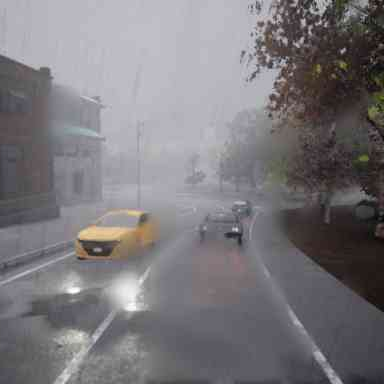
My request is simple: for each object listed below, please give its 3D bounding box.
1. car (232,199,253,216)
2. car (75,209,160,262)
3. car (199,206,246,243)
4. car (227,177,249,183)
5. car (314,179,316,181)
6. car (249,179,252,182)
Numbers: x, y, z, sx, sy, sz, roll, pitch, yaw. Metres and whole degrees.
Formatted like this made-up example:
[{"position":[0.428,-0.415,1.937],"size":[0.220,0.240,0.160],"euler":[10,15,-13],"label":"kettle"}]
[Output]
[{"position":[4.980,1.455,33.098],"size":[1.812,1.442,4.674],"euler":[1,2,15],"label":"car"},{"position":[-2.484,1.423,12.219],"size":[1.882,1.535,5.008],"euler":[1,0,7],"label":"car"},{"position":[1.508,1.596,16.224],"size":[1.895,1.301,4.718],"euler":[1,0,8],"label":"car"},{"position":[10.982,-2.782,81.544],"size":[4.718,1.301,1.895],"euler":[0,5,3],"label":"car"},{"position":[24.496,-2.290,72.870],"size":[2.150,2.045,5.566],"euler":[-3,6,-32],"label":"car"},{"position":[12.817,-3.065,84.538],"size":[4.718,1.301,1.895],"euler":[1,6,8],"label":"car"}]
